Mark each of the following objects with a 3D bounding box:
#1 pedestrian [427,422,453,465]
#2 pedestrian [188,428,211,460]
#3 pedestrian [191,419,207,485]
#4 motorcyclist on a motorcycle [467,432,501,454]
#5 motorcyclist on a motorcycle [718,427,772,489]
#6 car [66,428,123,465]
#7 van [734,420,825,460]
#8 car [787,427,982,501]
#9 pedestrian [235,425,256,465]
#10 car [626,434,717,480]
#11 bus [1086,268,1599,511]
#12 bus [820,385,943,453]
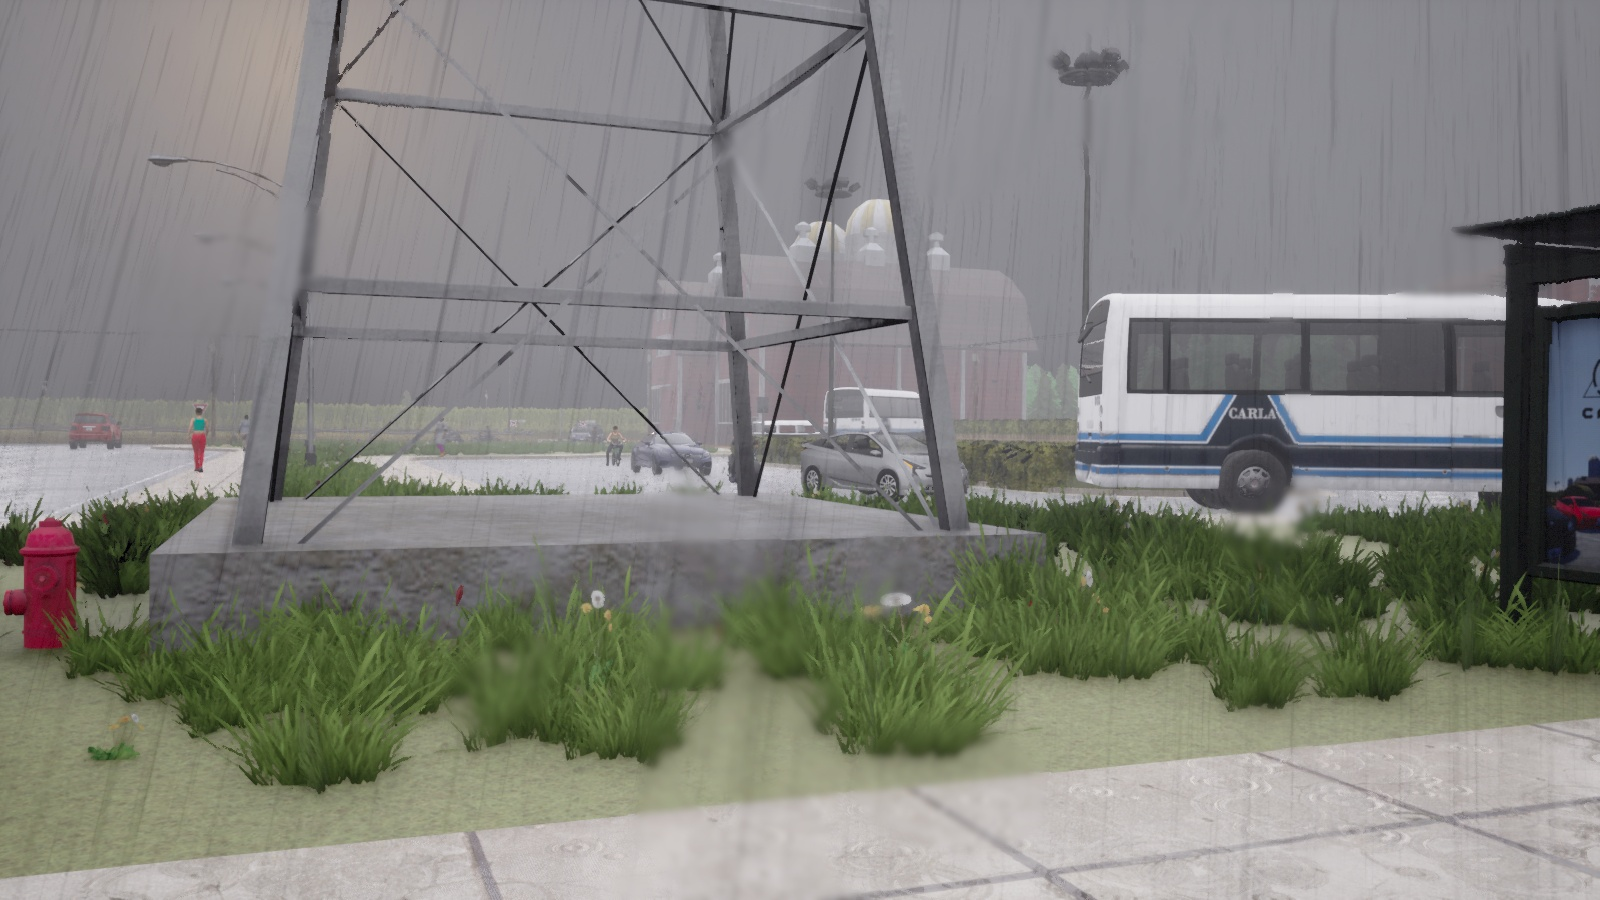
[{"bbox_3d":[-16.230,-0.293,56.671,0.659,1.952,0.873,0,1,33],"label":"pedestrian"},{"bbox_3d":[-35.217,-0.363,73.593,0.900,1.855,0.874,0,1,38],"label":"pedestrian"},{"bbox_3d":[-16.942,0.061,35.389,0.345,1.836,0.594,-1,1,-21],"label":"pedestrian"},{"bbox_3d":[-23.878,-0.539,94.931,2.350,1.649,0.766,-1,0,-29],"label":"motorcyclist on a motorcycle"},{"bbox_3d":[-1.546,0.194,35.069,0.766,1.649,2.350,-1,1,-21],"label":"motorcyclist on a motorcycle"},{"bbox_3d":[-40.545,-0.221,72.314,2.150,2.045,5.566,-1,1,-22],"label":"car"},{"bbox_3d":[-1.095,-0.561,67.245,4.480,2.038,2.069,-1,2,-36],"label":"van"},{"bbox_3d":[1.818,0.262,28.461,2.007,1.525,4.514,-1,1,-35],"label":"car"},{"bbox_3d":[-26.168,-0.228,59.287,0.874,1.855,0.900,-1,1,-24],"label":"pedestrian"},{"bbox_3d":[-4.396,0.182,42.343,1.812,1.442,4.674,-1,1,-21],"label":"car"},{"bbox_3d":[11.106,-1.096,24.448,10.273,4.253,3.944,-1,1,4],"label":"bus"},{"bbox_3d":[5.707,-2.121,85.790,3.944,4.253,10.273,-2,1,31],"label":"bus"}]
